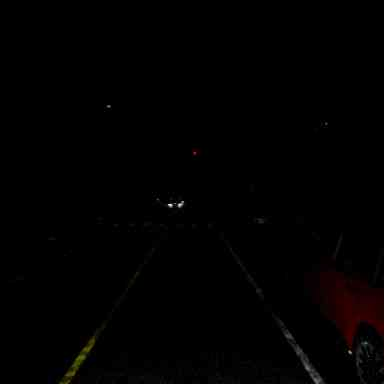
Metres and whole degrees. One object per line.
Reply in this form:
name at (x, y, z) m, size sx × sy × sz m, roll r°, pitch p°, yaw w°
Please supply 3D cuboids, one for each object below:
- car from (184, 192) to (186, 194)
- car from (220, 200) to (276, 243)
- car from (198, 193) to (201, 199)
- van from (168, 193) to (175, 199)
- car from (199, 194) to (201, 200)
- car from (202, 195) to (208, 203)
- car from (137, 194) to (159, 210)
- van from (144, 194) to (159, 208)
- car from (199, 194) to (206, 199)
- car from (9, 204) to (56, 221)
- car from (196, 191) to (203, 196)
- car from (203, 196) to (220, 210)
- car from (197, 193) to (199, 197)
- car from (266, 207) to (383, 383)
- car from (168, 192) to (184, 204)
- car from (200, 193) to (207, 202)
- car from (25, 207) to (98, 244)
car at (-2.953, 1.304, 75.511) m, size 1.837 × 1.490 × 4.892 m, roll 0°, pitch 0°, yaw 0°
car at (2.774, 1.294, 15.722) m, size 2.192 × 1.841 × 5.009 m, roll 0°, pitch 0°, yaw 0°
car at (2.808, 1.381, 69.382) m, size 1.887 × 1.381 × 4.507 m, roll 0°, pitch 0°, yaw 0°
van at (-5.704, 1.097, 91.088) m, size 1.690 × 1.788 × 3.998 m, roll 0°, pitch 0°, yaw 0°
car at (2.804, 1.436, 63.962) m, size 1.802 × 1.307 × 4.206 m, roll 0°, pitch 0°, yaw 0°
car at (2.794, 1.485, 47.701) m, size 1.802 × 1.307 × 4.206 m, roll 0°, pitch 0°, yaw 0°
car at (-5.734, 1.233, 42.305) m, size 2.192 × 1.841 × 5.009 m, roll 0°, pitch 0°, yaw 0°
van at (-5.731, 1.245, 47.725) m, size 1.690 × 1.788 × 3.998 m, roll 0°, pitch 0°, yaw 0°
car at (2.821, 1.280, 91.233) m, size 1.752 × 1.417 × 4.829 m, roll 0°, pitch 0°, yaw 0°
car at (-12.231, 1.741, 27.790) m, size 5.357 × 1.411 × 2.033 m, roll -1°, pitch 0°, yaw 0°
car at (2.815, 1.112, 80.222) m, size 2.192 × 1.841 × 5.009 m, roll 0°, pitch 0°, yaw 0°
car at (2.791, 1.484, 42.281) m, size 1.947 × 1.339 × 4.313 m, roll 0°, pitch 0°, yaw 0°
car at (2.811, 1.383, 74.803) m, size 1.947 × 1.339 × 4.313 m, roll 0°, pitch 0°, yaw 0°
car at (2.767, 1.310, 4.747) m, size 2.192 × 1.841 × 5.009 m, roll 0°, pitch 0°, yaw 0°
car at (-2.993, 1.219, 60.108) m, size 2.097 × 1.767 × 4.553 m, roll 0°, pitch 0°, yaw 1°
car at (2.798, 1.328, 53.121) m, size 1.967 × 1.590 × 4.097 m, roll 0°, pitch 0°, yaw 0°
car at (-5.751, 1.545, 15.746) m, size 1.947 × 1.339 × 4.313 m, roll 0°, pitch 0°, yaw 0°
